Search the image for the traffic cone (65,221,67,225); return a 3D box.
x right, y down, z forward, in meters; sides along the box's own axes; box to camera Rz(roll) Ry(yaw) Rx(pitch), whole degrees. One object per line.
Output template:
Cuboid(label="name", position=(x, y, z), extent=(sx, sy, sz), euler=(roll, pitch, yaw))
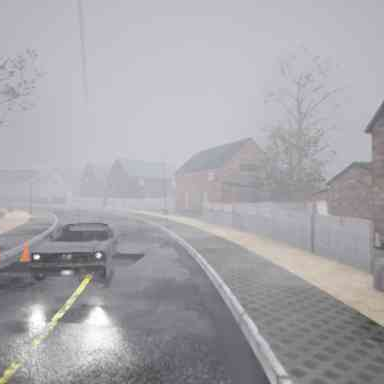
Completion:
Cuboid(label="traffic cone", position=(-7.826, 2.059, 20.655), extent=(0.340, 0.580, 0.340), euler=(0, 0, -17))

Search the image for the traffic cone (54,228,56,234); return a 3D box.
Cuboid(label="traffic cone", position=(-6.566, 2.037, 15.983), extent=(0.340, 0.580, 0.340), euler=(0, 0, -13))

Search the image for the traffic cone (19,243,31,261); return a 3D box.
Cuboid(label="traffic cone", position=(-5.612, 2.013, 11.239), extent=(0.340, 0.580, 0.340), euler=(0, 0, -9))

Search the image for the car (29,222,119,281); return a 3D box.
Cuboid(label="car", position=(-3.347, 1.656, 10.220), extent=(1.895, 1.301, 4.718), euler=(0, 0, -9))
